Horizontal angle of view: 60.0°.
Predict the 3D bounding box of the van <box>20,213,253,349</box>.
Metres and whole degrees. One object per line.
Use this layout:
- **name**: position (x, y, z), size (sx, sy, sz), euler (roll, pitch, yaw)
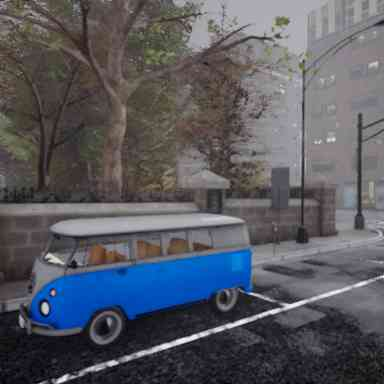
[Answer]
- **van**: position (-0.726, 1.329, 5.980), size (3.998, 1.788, 1.690), euler (0, 1, -35)
